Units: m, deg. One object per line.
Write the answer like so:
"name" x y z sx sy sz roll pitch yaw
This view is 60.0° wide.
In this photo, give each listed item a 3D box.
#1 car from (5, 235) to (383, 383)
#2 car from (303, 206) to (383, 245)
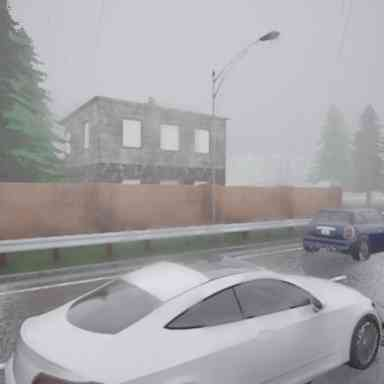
"car" 0.417 1.529 4.033 4.674 1.442 1.812 0 0 -35
"car" 6.219 1.368 12.381 4.553 1.767 2.097 0 0 -35
